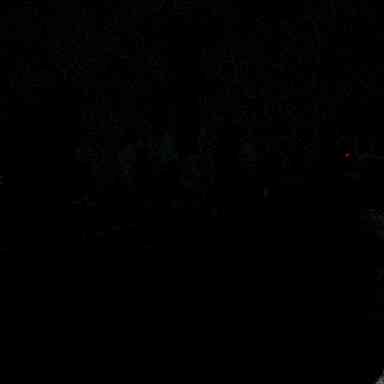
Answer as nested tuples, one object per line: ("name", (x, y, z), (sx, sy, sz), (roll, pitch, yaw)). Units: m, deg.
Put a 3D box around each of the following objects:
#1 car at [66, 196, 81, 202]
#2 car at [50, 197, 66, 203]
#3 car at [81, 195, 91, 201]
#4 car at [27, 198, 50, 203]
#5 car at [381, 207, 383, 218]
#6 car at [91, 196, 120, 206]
("car", (-26.860, 1.494, 72.729), (4.718, 1.301, 1.895), (0, 0, 41))
("car", (-29.161, 1.481, 70.091), (4.181, 1.385, 1.994), (0, 0, 41))
("car", (-24.498, 1.369, 75.312), (4.892, 1.490, 1.837), (0, 0, 41))
("car", (-31.566, 1.313, 67.541), (4.553, 1.767, 2.097), (0, 0, 41))
("car", (15.180, 1.287, 23.375), (1.837, 1.490, 4.892), (0, 1, 5))
("car", (-13.256, 1.386, 51.966), (4.892, 1.490, 1.837), (0, 0, 41))
